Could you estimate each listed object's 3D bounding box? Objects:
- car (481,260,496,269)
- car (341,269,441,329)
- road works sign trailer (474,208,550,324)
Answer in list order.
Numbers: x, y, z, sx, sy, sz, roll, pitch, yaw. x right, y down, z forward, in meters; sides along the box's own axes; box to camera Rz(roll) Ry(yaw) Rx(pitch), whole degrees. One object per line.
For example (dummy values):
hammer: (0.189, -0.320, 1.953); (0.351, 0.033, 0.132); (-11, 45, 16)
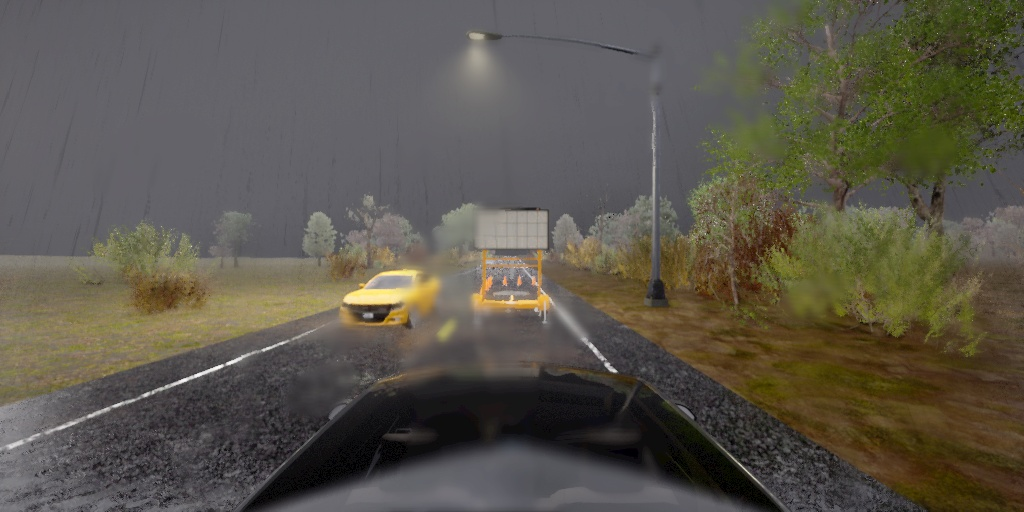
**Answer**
car: (-3.570, 1.206, 54.067); (1.812, 1.442, 4.674); (0, 0, 0)
car: (-3.598, 1.221, 11.492); (1.882, 1.535, 5.008); (0, 0, 0)
road works sign trailer: (0.003, 0.208, 11.872); (2.380, 3.560, 2.880); (0, 0, 0)
